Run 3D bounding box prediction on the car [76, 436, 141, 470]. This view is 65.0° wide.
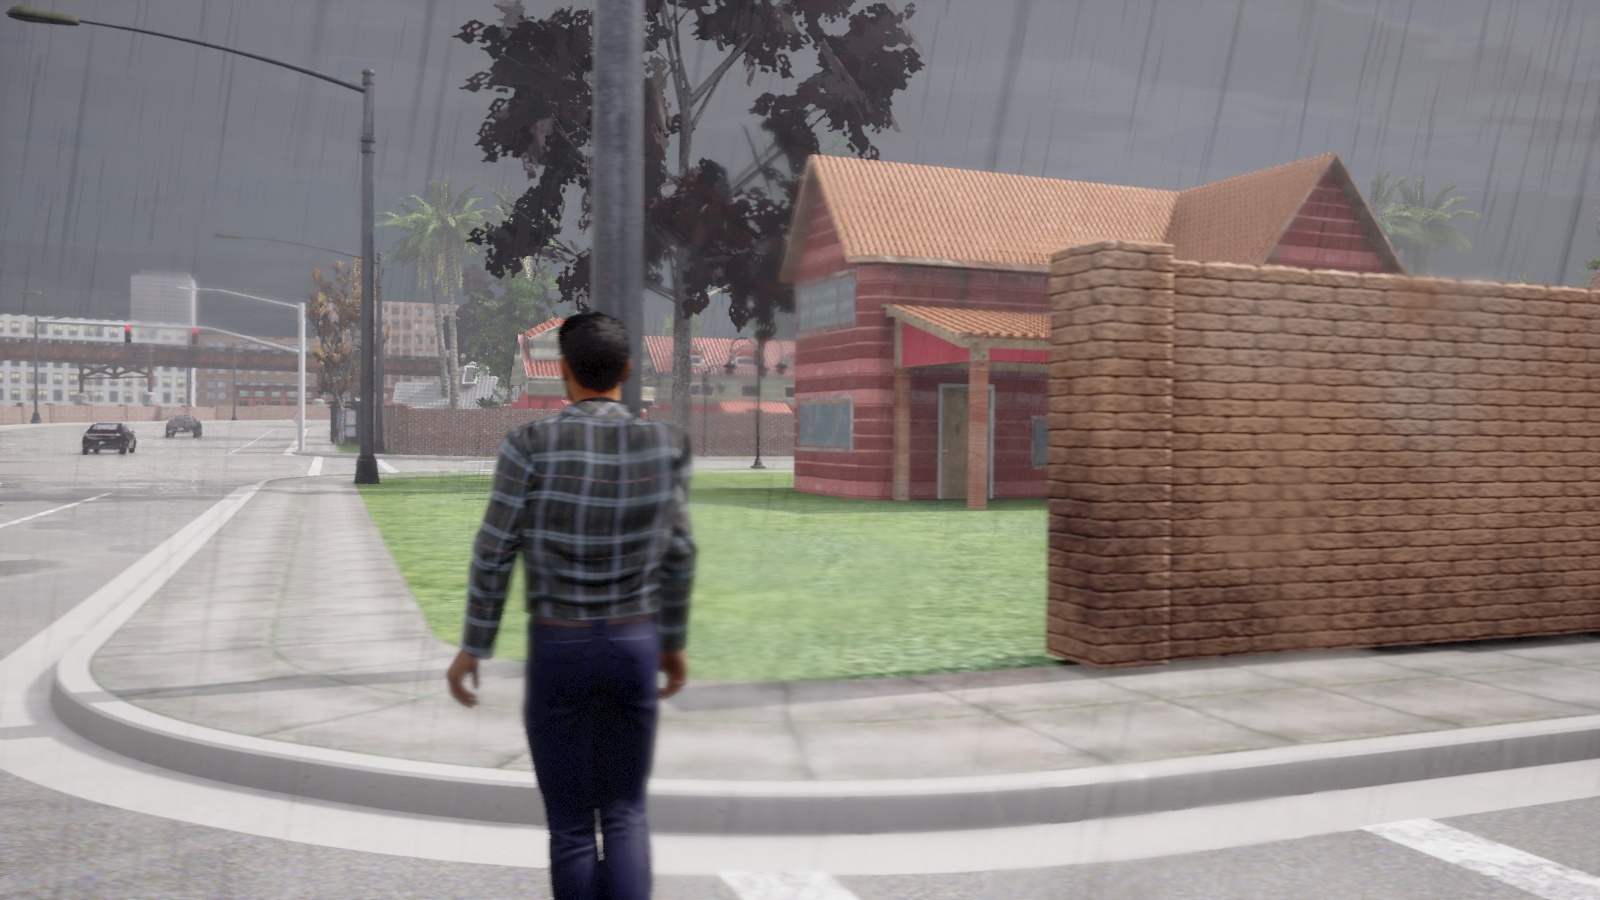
[{"bbox_3d":[-33.608,0.120,61.158,2.128,1.511,4.902,-1,1,-21],"label":"car"}]

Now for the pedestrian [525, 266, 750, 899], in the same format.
[{"bbox_3d":[-0.447,0.555,3.270,0.423,1.949,0.788,-1,1,-18],"label":"pedestrian"}]
